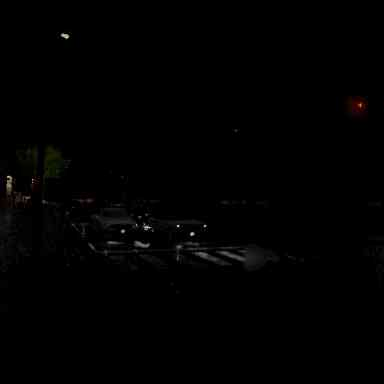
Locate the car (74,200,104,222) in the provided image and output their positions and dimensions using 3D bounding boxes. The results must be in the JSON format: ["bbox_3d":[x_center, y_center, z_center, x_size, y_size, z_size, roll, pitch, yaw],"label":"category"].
[{"bbox_3d":[-7.909,1.602,26.130,1.994,1.385,4.181,2,-1,-21],"label":"car"}]

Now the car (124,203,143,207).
[{"bbox_3d":[-4.893,1.657,27.275,1.837,1.490,4.892,2,-1,-24],"label":"car"}]

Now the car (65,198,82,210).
[{"bbox_3d":[-16.037,1.691,44.642,1.895,1.301,4.718,2,-1,-23],"label":"car"}]

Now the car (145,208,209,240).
[{"bbox_3d":[-0.873,1.736,18.137,1.895,1.301,4.718,2,-1,-24],"label":"car"}]

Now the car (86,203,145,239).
[{"bbox_3d":[-4.177,1.545,17.532,1.812,1.442,4.674,2,-1,-25],"label":"car"}]

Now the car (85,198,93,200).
[{"bbox_3d":[-13.585,1.778,47.160,1.994,1.385,4.181,2,-1,-23],"label":"car"}]
